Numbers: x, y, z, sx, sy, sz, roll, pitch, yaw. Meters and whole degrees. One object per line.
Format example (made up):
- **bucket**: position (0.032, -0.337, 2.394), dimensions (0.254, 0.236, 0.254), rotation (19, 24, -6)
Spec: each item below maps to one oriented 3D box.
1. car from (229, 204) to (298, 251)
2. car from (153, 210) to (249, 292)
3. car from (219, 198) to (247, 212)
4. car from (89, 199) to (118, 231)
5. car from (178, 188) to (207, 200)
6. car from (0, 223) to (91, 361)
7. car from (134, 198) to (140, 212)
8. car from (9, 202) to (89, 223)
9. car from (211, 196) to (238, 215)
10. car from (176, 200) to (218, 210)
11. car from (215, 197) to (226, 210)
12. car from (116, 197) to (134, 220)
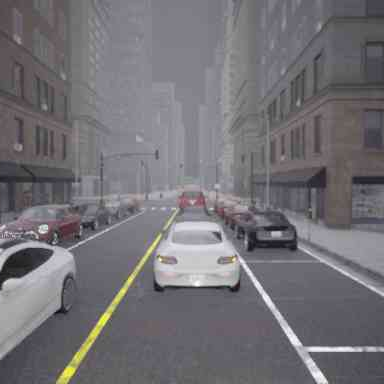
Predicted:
- **car**: position (2.767, 1.386, 12.966), dimensions (1.947, 1.339, 4.313), rotation (-1, 1, 0)
- **car**: position (0.110, 1.408, 8.460), dimensions (1.812, 1.442, 4.674), rotation (0, 1, 0)
- **car**: position (2.774, 1.291, 18.469), dimensions (1.887, 1.381, 4.507), rotation (-1, 1, 0)
- **car**: position (-5.751, 1.311, 18.481), dimensions (1.947, 1.339, 4.313), rotation (-1, 1, 0)
- **car**: position (0.033, 0.851, 27.081), dimensions (2.150, 2.045, 5.566), rotation (0, 1, 0)
- **car**: position (-3.094, 1.459, 4.658), dimensions (1.812, 1.442, 4.674), rotation (0, 1, 0)
- **car**: position (-5.737, 1.142, 29.490), dimensions (1.887, 1.381, 4.507), rotation (-1, 1, 0)
- **car**: position (-5.760, 1.260, 12.974), dimensions (1.967, 1.590, 4.097), rotation (-1, 1, 0)
- **car**: position (2.787, 1.142, 29.479), dimensions (1.887, 1.381, 4.507), rotation (-1, 1, 0)
- **car**: position (0.119, 1.322, 17.556), dimensions (1.994, 1.385, 4.181), rotation (0, 1, 0)
- **car**: position (2.781, 1.216, 23.974), dimensions (1.887, 1.381, 4.507), rotation (-1, 1, 0)
- **car**: position (-5.744, 1.222, 23.985), dimensions (2.008, 1.369, 4.403), rotation (-1, 1, 0)
